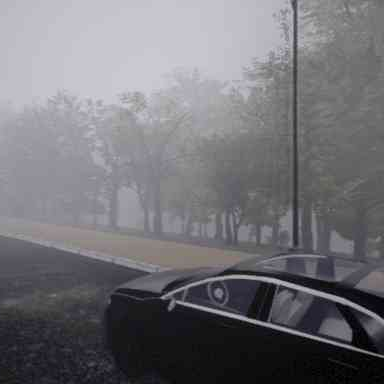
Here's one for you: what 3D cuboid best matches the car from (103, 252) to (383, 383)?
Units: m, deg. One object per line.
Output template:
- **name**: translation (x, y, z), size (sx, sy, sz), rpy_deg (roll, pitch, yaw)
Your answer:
- **car**: translation (0.931, 1.430, 3.564), size (4.902, 1.511, 2.128), rpy_deg (0, 1, 43)
